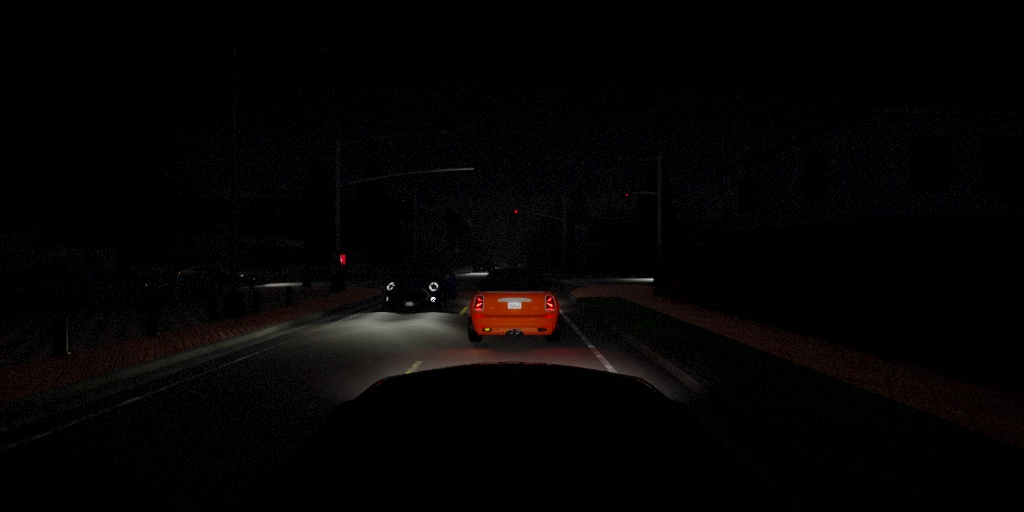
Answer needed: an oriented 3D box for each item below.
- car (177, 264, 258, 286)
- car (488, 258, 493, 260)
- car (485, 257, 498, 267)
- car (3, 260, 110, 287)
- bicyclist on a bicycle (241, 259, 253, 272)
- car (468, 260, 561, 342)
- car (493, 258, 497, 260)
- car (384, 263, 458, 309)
[{"bbox_3d":[-20.012,1.290,24.456,4.674,1.442,1.812,0,0,-2],"label":"car"},{"bbox_3d":[-3.622,1.312,44.319,1.994,1.385,4.181,0,0,0],"label":"car"},{"bbox_3d":[-3.598,1.100,64.405,2.097,1.767,4.553,0,0,0],"label":"car"},{"bbox_3d":[-30.191,1.242,24.139,5.008,1.535,1.882,0,0,-1],"label":"car"},{"bbox_3d":[-23.577,1.065,31.814,0.582,1.620,1.656,0,0,-2],"label":"bicyclist on a bicycle"},{"bbox_3d":[0.066,1.102,9.970,2.097,1.767,4.553,0,0,0],"label":"car"},{"bbox_3d":[-3.624,1.312,54.286,1.994,1.385,4.181,0,0,0],"label":"car"},{"bbox_3d":[-3.583,1.101,14.869,2.097,1.767,4.553,0,0,1],"label":"car"}]
